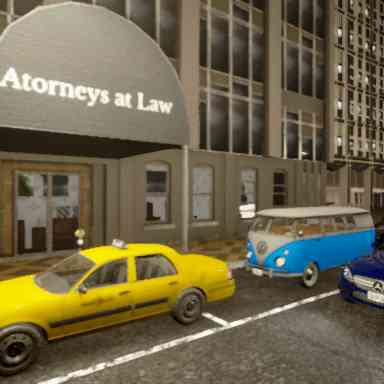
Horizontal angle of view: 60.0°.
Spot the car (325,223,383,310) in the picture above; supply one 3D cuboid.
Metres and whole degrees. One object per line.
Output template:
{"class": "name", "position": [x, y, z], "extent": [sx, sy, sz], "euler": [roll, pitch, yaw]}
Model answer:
{"class": "car", "position": [4.982, 1.484, 6.894], "extent": [4.674, 1.442, 1.812], "euler": [0, 0, -35]}

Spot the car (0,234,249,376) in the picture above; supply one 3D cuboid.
{"class": "car", "position": [-1.452, 1.515, 5.528], "extent": [4.829, 1.417, 1.752], "euler": [0, 1, -36]}

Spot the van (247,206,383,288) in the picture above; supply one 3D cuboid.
{"class": "van", "position": [3.218, 1.301, 8.847], "extent": [3.998, 1.788, 1.690], "euler": [0, 1, -36]}
